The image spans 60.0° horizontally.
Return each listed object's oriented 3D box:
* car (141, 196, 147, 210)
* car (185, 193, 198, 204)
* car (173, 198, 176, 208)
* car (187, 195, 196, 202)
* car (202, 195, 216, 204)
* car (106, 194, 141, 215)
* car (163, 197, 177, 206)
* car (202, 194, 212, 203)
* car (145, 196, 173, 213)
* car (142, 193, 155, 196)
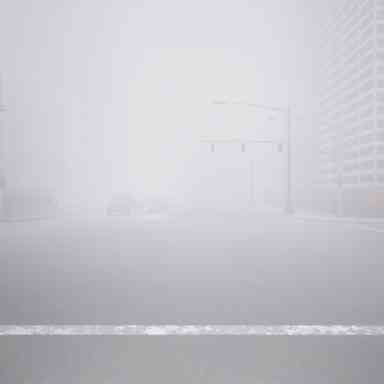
[{"bbox_3d":[-7.178,1.577,44.745,2.033,1.411,5.357,0,0,0],"label":"car"},{"bbox_3d":[-0.110,1.264,63.710,2.150,2.045,5.566,0,0,0],"label":"car"},{"bbox_3d":[-3.676,1.383,46.631,2.097,1.767,4.553,0,0,0],"label":"car"},{"bbox_3d":[-0.128,1.431,74.381,1.994,1.385,4.181,0,0,0],"label":"car"},{"bbox_3d":[3.485,1.569,64.628,1.812,1.442,4.674,0,0,0],"label":"car"},{"bbox_3d":[-7.142,1.244,34.493,2.150,2.045,5.566,0,0,2],"label":"car"},{"bbox_3d":[-3.685,1.601,56.444,1.994,1.385,4.181,0,0,0],"label":"car"},{"bbox_3d":[3.375,1.404,74.531,2.097,1.767,4.553,0,0,0],"label":"car"},{"bbox_3d":[-3.665,1.516,37.414,2.128,1.511,4.902,0,0,0],"label":"car"},{"bbox_3d":[-7.184,1.258,55.269,2.150,2.045,5.566,0,0,0],"label":"car"}]
